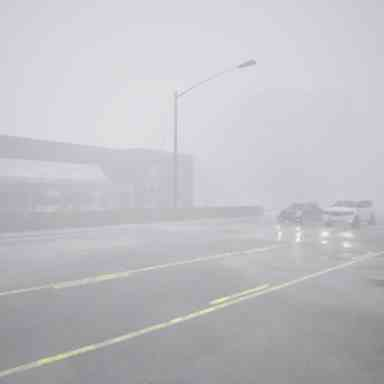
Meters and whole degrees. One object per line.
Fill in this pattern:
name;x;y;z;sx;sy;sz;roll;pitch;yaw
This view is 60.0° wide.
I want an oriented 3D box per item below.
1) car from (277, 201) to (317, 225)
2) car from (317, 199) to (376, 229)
car;8.714;1.631;26.589;4.553;1.767;2.097;1;-1;-44
car;11.793;1.509;24.676;5.566;2.045;2.150;1;-1;-44
